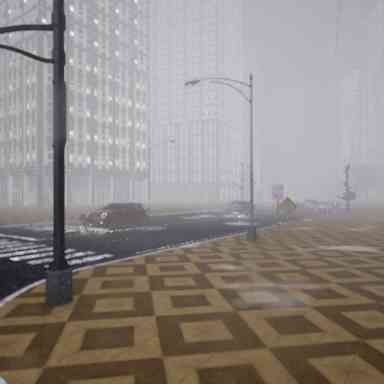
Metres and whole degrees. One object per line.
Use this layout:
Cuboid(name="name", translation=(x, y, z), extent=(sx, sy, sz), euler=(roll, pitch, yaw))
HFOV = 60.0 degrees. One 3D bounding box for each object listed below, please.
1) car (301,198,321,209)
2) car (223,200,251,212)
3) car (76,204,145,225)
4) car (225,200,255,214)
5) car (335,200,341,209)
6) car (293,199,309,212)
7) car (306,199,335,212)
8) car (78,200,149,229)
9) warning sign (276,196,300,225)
Cuboid(name="car", translation=(18.962, 1.828, 52.866), extent=(1.882, 1.535, 5.008), euler=(0, 0, 31))
Cuboid(name="car", translation=(6.202, 1.807, 45.049), extent=(1.837, 1.490, 4.892), euler=(0, -1, 34))
Cuboid(name="car", translation=(-6.347, 1.706, 26.563), extent=(2.033, 1.411, 5.357), euler=(0, -1, 34))
Cuboid(name="car", translation=(5.789, 1.777, 38.610), extent=(1.812, 1.442, 4.674), euler=(0, 0, 34))
Cuboid(name="car", translation=(21.757, 1.938, 51.205), extent=(1.895, 1.301, 4.718), euler=(0, 0, 31))
Cuboid(name="car", translation=(13.738, 1.895, 44.472), extent=(1.895, 1.301, 4.718), euler=(0, -1, 33))
Cuboid(name="car", translation=(16.648, 1.883, 42.988), extent=(1.895, 1.301, 4.718), euler=(0, 0, 33))
Cuboid(name="car", translation=(-5.072, 1.481, 22.670), extent=(2.097, 1.767, 4.553), euler=(0, -1, 34))
Cuboid(name="warning sign", translation=(6.654, 1.249, 23.074), extent=(1.300, 1.860, 1.060), euler=(0, 0, 34))
